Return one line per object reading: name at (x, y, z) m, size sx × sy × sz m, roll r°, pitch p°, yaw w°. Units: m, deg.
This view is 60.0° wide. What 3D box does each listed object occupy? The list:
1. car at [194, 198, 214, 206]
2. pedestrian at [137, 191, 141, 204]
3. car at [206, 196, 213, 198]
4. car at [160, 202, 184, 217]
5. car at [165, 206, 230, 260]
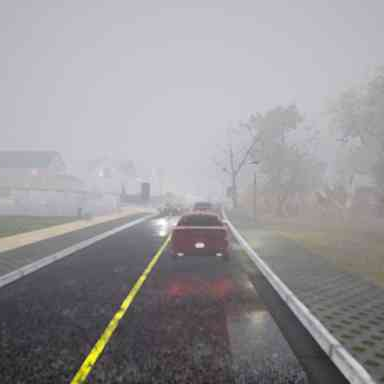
car at (0.899, 1.493, 26.203) m, size 1.837 × 1.490 × 4.892 m, roll 0°, pitch 0°, yaw 3°
pedestrian at (-7.552, 0.795, 47.312) m, size 0.375 × 1.860 × 0.375 m, roll 0°, pitch -3°, yaw 4°
car at (4.315, 1.767, 82.489) m, size 1.812 × 1.442 × 4.674 m, roll 0°, pitch 0°, yaw 9°
car at (-1.721, 1.598, 31.005) m, size 1.895 × 1.301 × 4.718 m, roll 0°, pitch 0°, yaw 4°
car at (0.317, 1.461, 12.330) m, size 1.882 × 1.535 × 5.008 m, roll 0°, pitch -1°, yaw 2°
